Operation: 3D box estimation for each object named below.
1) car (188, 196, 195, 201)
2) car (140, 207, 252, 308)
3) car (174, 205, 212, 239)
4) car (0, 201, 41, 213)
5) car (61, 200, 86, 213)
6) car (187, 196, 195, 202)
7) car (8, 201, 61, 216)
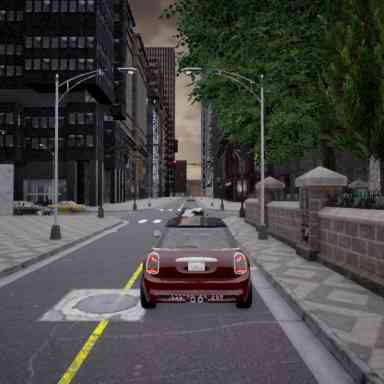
[{"bbox_3d":[-0.250,1.709,90.108,1.812,1.442,4.674,0,0,0],"label":"car"},{"bbox_3d":[0.076,1.357,8.070,2.097,1.767,4.553,0,0,0],"label":"car"},{"bbox_3d":[0.047,1.541,18.197,1.812,1.442,4.674,0,0,0],"label":"car"},{"bbox_3d":[-20.219,1.708,38.653,4.403,1.369,2.008,0,-1,0],"label":"car"},{"bbox_3d":[-14.876,1.675,38.639,4.829,1.417,1.752,0,-1,0],"label":"car"},{"bbox_3d":[-0.221,1.730,79.689,2.033,1.411,5.357,0,0,0],"label":"car"},{"bbox_3d":[-14.721,1.517,30.115,4.403,1.369,2.008,0,-1,0],"label":"car"}]
